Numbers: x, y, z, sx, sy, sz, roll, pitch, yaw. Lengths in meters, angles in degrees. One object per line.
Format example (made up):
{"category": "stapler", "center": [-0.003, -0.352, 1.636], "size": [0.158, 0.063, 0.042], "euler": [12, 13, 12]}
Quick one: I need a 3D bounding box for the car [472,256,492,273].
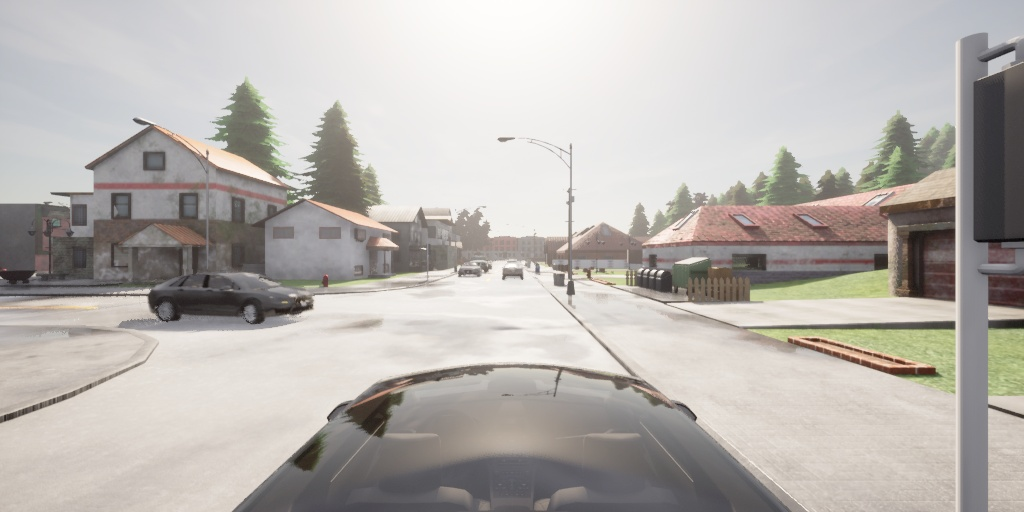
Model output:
{"category": "car", "center": [-4.088, 0.971, 44.579], "size": [2.150, 2.045, 5.566], "euler": [0, 0, 0]}

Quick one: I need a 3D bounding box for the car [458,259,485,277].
{"category": "car", "center": [-4.090, 1.314, 35.432], "size": [1.994, 1.385, 4.181], "euler": [0, 0, 0]}

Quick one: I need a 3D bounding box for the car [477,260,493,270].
{"category": "car", "center": [-4.063, 1.314, 54.518], "size": [1.994, 1.385, 4.181], "euler": [0, 0, 0]}

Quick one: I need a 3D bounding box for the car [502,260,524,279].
{"category": "car", "center": [0.106, 1.297, 32.194], "size": [2.033, 1.411, 5.357], "euler": [0, 0, 0]}

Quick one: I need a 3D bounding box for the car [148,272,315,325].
{"category": "car", "center": [-8.847, 1.256, 11.431], "size": [4.892, 1.490, 1.837], "euler": [0, -1, 8]}
